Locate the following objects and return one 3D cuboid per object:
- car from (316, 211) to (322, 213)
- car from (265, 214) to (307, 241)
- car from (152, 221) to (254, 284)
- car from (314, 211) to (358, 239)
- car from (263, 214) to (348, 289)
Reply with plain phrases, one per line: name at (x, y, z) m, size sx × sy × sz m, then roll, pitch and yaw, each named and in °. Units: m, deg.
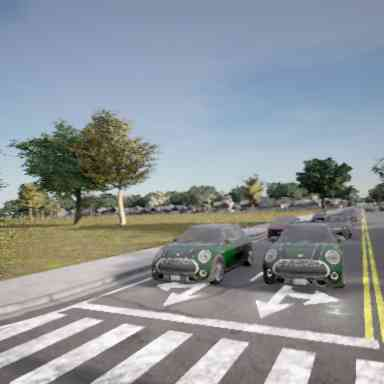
car at (16.873, 3.199, 43.227) m, size 2.033 × 1.411 × 5.357 m, roll -4°, pitch -3°, yaw 27°
car at (6.808, 2.472, 23.768) m, size 1.882 × 1.535 × 5.008 m, roll -4°, pitch -3°, yaw 27°
car at (0.551, 1.948, 11.603) m, size 2.097 × 1.767 × 4.553 m, roll -4°, pitch -3°, yaw 28°
car at (10.075, 2.329, 23.029) m, size 2.128 × 1.511 × 4.902 m, roll -4°, pitch -3°, yaw 27°
car at (3.701, 1.781, 10.600) m, size 2.097 × 1.767 × 4.553 m, roll -3°, pitch -3°, yaw 25°
